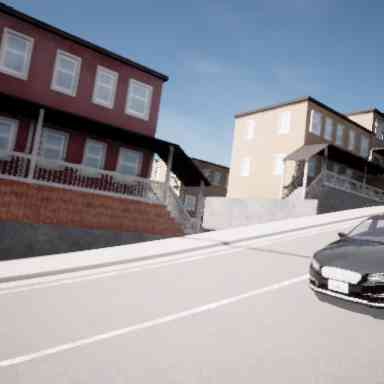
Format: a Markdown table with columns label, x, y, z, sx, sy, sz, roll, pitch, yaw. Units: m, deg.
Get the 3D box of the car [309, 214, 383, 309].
| label | x | y | z | sx | sy | sz | roll | pitch | yaw |
| --- | --- | --- | --- | --- | --- | --- | --- | --- | --- |
| car | 4.535 | 1.250 | 7.196 | 4.902 | 1.511 | 2.128 | -4 | 2 | -35 |
